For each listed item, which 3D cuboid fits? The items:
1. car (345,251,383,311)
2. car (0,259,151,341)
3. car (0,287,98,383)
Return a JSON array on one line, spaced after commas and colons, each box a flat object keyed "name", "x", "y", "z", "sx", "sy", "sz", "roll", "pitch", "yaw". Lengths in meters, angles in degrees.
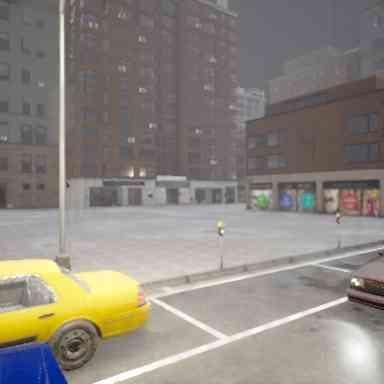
[{"name": "car", "x": 5.430, "y": 1.523, "z": 6.947, "sx": 5.357, "sy": 1.411, "sz": 2.033, "roll": 0, "pitch": 0, "yaw": -36}, {"name": "car", "x": -2.902, "y": 1.526, "z": 4.117, "sx": 4.829, "sy": 1.417, "sz": 1.752, "roll": 0, "pitch": 0, "yaw": -35}, {"name": "car", "x": -2.794, "y": 1.606, "z": 1.143, "sx": 4.718, "sy": 1.301, "sz": 1.895, "roll": 0, "pitch": 0, "yaw": -34}]
